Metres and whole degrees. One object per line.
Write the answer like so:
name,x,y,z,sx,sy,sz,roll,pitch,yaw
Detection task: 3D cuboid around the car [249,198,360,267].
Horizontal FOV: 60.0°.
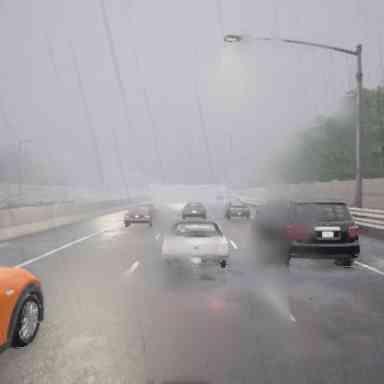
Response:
car,3.616,1.220,11.518,2.150,2.045,5.566,0,0,0

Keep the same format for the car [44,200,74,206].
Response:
car,-13.943,1.559,36.234,1.994,1.385,4.181,0,0,1

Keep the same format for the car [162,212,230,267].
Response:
car,0.115,1.599,11.408,1.895,1.301,4.718,0,0,0

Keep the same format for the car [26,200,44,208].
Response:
car,-17.410,1.596,38.839,1.895,1.301,4.718,0,0,1

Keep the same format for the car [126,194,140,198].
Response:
car,-13.382,1.292,77.740,1.882,1.535,5.008,0,0,1

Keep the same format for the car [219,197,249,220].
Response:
car,3.685,1.489,28.126,2.128,1.511,4.902,0,0,0

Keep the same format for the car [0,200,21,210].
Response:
car,-20.930,1.558,37.054,1.994,1.385,4.181,0,0,1

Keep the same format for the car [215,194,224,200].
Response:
car,7.718,1.374,91.530,1.882,1.535,5.008,0,0,3

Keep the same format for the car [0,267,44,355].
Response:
car,-3.399,1.351,3.456,2.097,1.767,4.553,0,0,0

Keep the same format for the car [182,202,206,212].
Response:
car,0.188,1.561,28.728,1.994,1.385,4.181,0,0,0

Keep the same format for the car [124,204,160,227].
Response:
car,-3.344,1.545,22.790,2.033,1.411,5.357,0,0,0

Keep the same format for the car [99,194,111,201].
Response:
car,-20.375,1.298,78.267,2.128,1.511,4.902,0,0,1
